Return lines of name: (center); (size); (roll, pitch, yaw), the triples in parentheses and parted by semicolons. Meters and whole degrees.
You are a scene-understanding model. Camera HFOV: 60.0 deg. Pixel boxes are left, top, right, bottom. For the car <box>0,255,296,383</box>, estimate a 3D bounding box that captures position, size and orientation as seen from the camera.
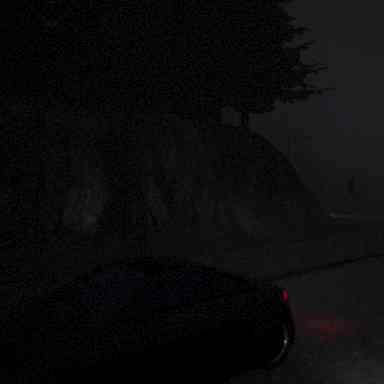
car: (-0.633, 1.564, 4.149); (4.181, 1.385, 1.994); (0, 0, -35)
